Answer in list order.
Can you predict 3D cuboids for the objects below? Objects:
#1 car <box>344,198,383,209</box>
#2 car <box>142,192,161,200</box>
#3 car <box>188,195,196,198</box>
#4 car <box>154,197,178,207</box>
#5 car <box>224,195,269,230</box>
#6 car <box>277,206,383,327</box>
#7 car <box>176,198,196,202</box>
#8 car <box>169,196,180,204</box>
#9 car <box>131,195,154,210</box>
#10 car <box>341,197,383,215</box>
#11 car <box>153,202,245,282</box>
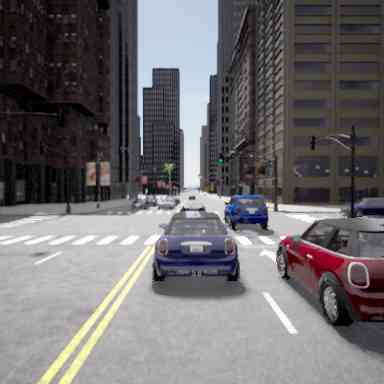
[{"bbox_3d":[15.356,1.290,28.874,4.553,1.767,2.097,0,1,-1],"label":"car"},{"bbox_3d":[-6.567,1.331,52.093,2.097,1.767,4.553,0,0,0],"label":"car"},{"bbox_3d":[0.008,1.484,84.235,1.837,1.490,4.892,0,0,0],"label":"car"},{"bbox_3d":[-3.341,1.582,43.530,1.895,1.301,4.718,0,0,3],"label":"car"},{"bbox_3d":[3.345,1.212,21.216,2.150,2.045,5.566,0,0,0],"label":"car"},{"bbox_3d":[3.349,1.348,7.192,2.097,1.767,4.553,0,0,0],"label":"car"},{"bbox_3d":[0.101,1.478,24.580,2.128,1.511,4.902,0,0,0],"label":"car"},{"bbox_3d":[-3.244,1.543,62.760,1.994,1.385,4.181,0,0,0],"label":"car"},{"bbox_3d":[-6.590,1.472,42.883,2.128,1.511,4.902,0,0,0],"label":"car"},{"bbox_3d":[16.682,1.337,31.574,4.097,1.590,1.967,0,1,0],"label":"car"},{"bbox_3d":[0.073,1.347,9.900,2.097,1.767,4.553,0,0,-1],"label":"car"}]
